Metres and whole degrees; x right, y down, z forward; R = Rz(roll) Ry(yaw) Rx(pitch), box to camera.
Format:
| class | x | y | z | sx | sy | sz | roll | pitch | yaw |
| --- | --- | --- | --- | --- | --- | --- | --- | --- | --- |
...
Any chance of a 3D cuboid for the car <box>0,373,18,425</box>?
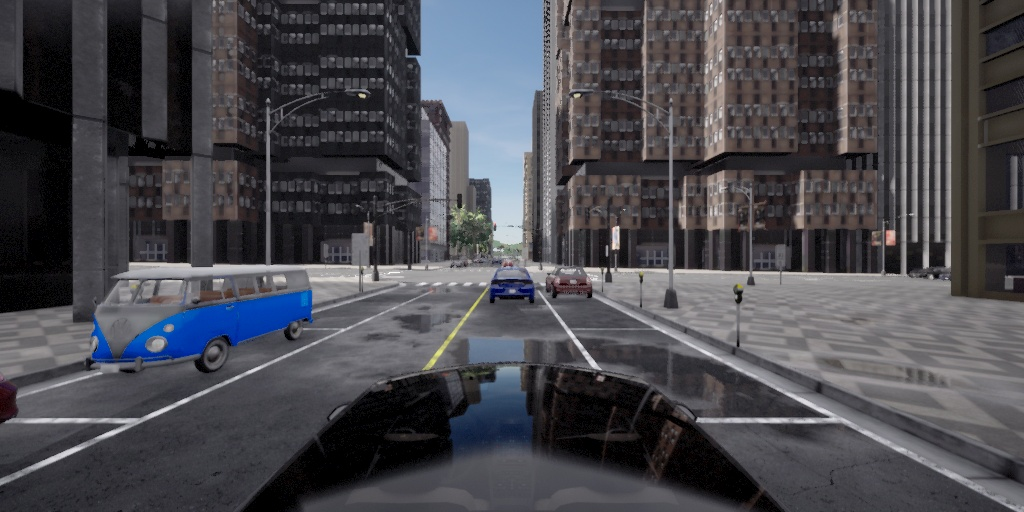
| class | x | y | z | sx | sy | sz | roll | pitch | yaw |
| --- | --- | --- | --- | --- | --- | --- | --- | --- | --- |
| car | -5.763 | 1.329 | 1.794 | 1.802 | 1.307 | 4.207 | 0 | 0 | 0 |

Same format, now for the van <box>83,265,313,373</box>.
| class | x | y | z | sx | sy | sz | roll | pitch | yaw |
| --- | --- | --- | --- | --- | --- | --- | --- | --- | --- |
| van | -5.763 | 1.088 | 7.235 | 1.690 | 1.789 | 3.998 | 0 | 0 | 0 |

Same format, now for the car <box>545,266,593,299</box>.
| class | x | y | z | sx | sy | sz | roll | pitch | yaw |
| --- | --- | --- | --- | --- | --- | --- | --- | --- | --- |
| car | 2.763 | 1.187 | 18.119 | 1.967 | 1.591 | 4.097 | 0 | 0 | 0 |

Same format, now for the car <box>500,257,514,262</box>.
| class | x | y | z | sx | sy | sz | roll | pitch | yaw |
| --- | --- | --- | --- | --- | --- | --- | --- | --- | --- |
| car | -0.595 | 1.196 | 59.511 | 1.967 | 1.591 | 4.097 | 0 | 0 | 0 |

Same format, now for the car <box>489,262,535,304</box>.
| class | x | y | z | sx | sy | sz | roll | pitch | yaw |
| --- | --- | --- | --- | --- | --- | --- | --- | --- | --- |
| car | 0.000 | 1.233 | 16.500 | 1.882 | 1.535 | 5.008 | 0 | 0 | 0 |

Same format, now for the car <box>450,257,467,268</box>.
| class | x | y | z | sx | sy | sz | roll | pitch | yaw |
| --- | --- | --- | --- | --- | --- | --- | --- | --- | --- |
| car | -9.120 | 1.321 | 59.461 | 1.948 | 1.339 | 4.313 | 0 | 0 | 0 |

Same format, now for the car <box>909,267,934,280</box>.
| class | x | y | z | sx | sy | sz | roll | pitch | yaw |
| --- | --- | --- | --- | --- | --- | --- | --- | --- | --- |
| car | 49.110 | 1.996 | 41.556 | 5.008 | 1.535 | 1.882 | 1 | 0 | 0 |

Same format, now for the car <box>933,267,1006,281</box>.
| class | x | y | z | sx | sy | sz | roll | pitch | yaw |
| --- | --- | --- | --- | --- | --- | --- | --- | --- | --- |
| car | 49.127 | 2.091 | 38.306 | 5.357 | 1.411 | 2.033 | 1 | 0 | 0 |
